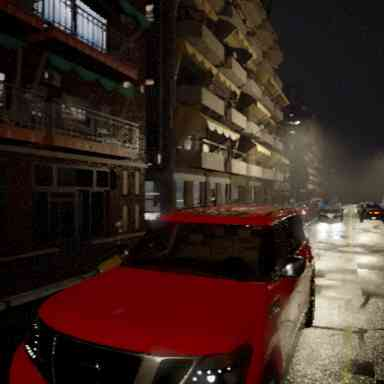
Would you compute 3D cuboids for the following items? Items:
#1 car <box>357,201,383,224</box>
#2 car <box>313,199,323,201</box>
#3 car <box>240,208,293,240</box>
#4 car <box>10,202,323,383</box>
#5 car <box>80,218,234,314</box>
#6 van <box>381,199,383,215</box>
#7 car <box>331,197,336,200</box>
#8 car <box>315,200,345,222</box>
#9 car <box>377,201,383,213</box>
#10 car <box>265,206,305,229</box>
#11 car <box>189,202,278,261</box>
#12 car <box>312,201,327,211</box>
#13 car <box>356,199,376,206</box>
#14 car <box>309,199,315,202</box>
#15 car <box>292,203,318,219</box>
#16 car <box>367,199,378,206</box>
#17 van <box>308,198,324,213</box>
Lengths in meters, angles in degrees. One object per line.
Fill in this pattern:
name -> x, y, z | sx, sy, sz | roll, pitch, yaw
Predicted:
car -> 15.179, 1.786, 28.018 | 1.837, 1.490, 4.892 | 0, 0, 26
car -> 13.941, 1.896, 38.784 | 1.887, 1.381, 4.507 | 0, -1, 26
car -> 4.355, 1.702, 18.865 | 2.008, 1.369, 4.403 | 0, -1, 26
car -> 0.439, 1.255, 4.735 | 2.150, 2.045, 5.566 | 0, 0, 26
car -> -0.513, 1.580, 8.754 | 1.752, 1.417, 4.829 | 0, -1, 26
van -> 23.889, 1.765, 40.132 | 1.690, 1.788, 3.998 | 0, -1, 26
car -> 25.924, 2.182, 63.681 | 1.947, 1.339, 4.313 | 0, -1, 26
car -> 12.204, 1.760, 28.959 | 2.128, 1.511, 4.902 | 0, 0, 26
car -> 26.358, 2.003, 45.261 | 1.752, 1.417, 4.829 | 0, -1, 26
car -> 6.751, 1.751, 23.845 | 2.008, 1.369, 4.403 | 0, -1, 26
car -> 1.957, 1.418, 13.888 | 2.192, 1.841, 5.009 | 0, -1, 26
car -> 18.734, 2.038, 48.743 | 1.802, 1.307, 4.206 | 0, -1, 26
car -> 19.763, 1.871, 37.569 | 2.128, 1.511, 4.902 | 0, 0, 26
car -> 9.147, 1.690, 28.825 | 1.967, 1.590, 4.097 | 0, -1, 26
car -> 11.544, 1.866, 33.804 | 1.947, 1.339, 4.313 | 0, -1, 26
car -> 40.665, 2.348, 74.986 | 1.887, 1.381, 4.507 | 0, -1, 26
van -> 16.338, 1.745, 43.766 | 1.690, 1.788, 3.998 | 0, -1, 26
